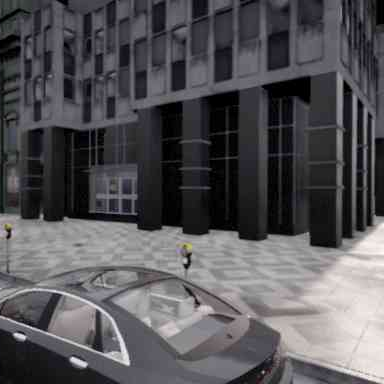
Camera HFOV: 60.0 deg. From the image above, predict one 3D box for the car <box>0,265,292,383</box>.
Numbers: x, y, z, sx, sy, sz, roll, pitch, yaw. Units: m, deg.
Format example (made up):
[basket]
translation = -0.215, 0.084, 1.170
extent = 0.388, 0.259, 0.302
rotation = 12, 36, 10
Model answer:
[car]
translation = -1.144, 1.546, 3.776
extent = 4.403, 1.369, 2.008
rotation = 0, 0, 35
